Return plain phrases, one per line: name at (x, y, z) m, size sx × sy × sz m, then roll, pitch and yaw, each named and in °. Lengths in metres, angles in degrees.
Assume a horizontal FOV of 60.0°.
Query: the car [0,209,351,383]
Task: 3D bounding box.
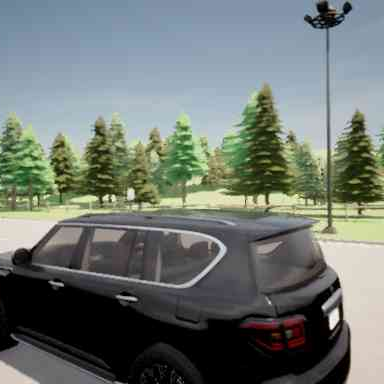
car at (-0.871, 1.267, 4.622) m, size 5.566 × 2.045 × 2.150 m, roll -1°, pitch 0°, yaw 36°
